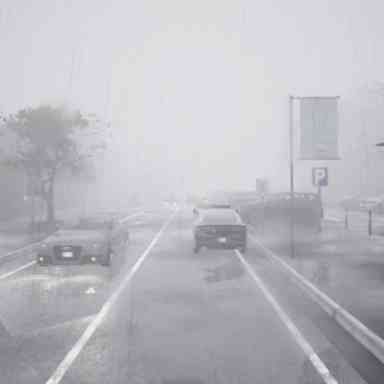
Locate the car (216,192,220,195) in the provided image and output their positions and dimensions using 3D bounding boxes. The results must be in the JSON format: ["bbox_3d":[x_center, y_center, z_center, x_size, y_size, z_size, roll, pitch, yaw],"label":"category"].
[{"bbox_3d":[5.744,1.117,41.518,4.792,1.488,2.163,0,1,0],"label":"car"}]

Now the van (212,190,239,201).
[{"bbox_3d":[5.811,0.591,58.339,4.442,1.987,1.878,0,1,0],"label":"van"}]

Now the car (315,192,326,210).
[{"bbox_3d":[18.764,1.110,42.207,4.792,1.488,2.163,0,1,0],"label":"car"}]

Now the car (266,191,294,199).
[{"bbox_3d":[18.574,0.611,69.968,5.366,1.575,1.946,0,1,0],"label":"car"}]

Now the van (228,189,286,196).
[{"bbox_3d":[5.845,0.982,30.301,4.442,1.987,1.878,0,1,0],"label":"van"}]

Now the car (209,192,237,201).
[{"bbox_3d":[5.684,0.769,61.146,4.892,1.521,2.231,0,1,0],"label":"car"}]

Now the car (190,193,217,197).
[{"bbox_3d":[0.979,1.176,29.395,1.801,1.575,5.366,0,1,0],"label":"car"}]

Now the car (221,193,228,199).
[{"bbox_3d":[5.719,1.180,33.106,5.008,1.535,2.097,0,1,0],"label":"car"}]

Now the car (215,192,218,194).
[{"bbox_3d":[5.708,1.089,44.326,4.674,1.452,2.002,0,1,0],"label":"car"}]

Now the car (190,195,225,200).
[{"bbox_3d":[0.978,1.242,23.387,1.801,1.575,5.366,0,1,0],"label":"car"}]

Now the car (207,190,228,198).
[{"bbox_3d":[5.642,0.397,75.158,4.553,1.767,2.185,0,1,0],"label":"car"}]

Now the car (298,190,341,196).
[{"bbox_3d":[18.758,0.746,47.761,5.566,2.045,2.435,0,1,0],"label":"car"}]

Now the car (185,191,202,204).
[{"bbox_3d":[0.009,1.026,48.261,2.033,1.411,5.357,0,1,0],"label":"car"}]

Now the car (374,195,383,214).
[{"bbox_3d":[18.815,1.227,28.331,5.008,1.535,2.097,0,1,0],"label":"car"}]

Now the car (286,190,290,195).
[{"bbox_3d":[18.963,0.854,56.091,5.366,1.575,1.946,0,1,0],"label":"car"}]

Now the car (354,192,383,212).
[{"bbox_3d":[18.778,0.949,31.104,5.566,2.045,2.435,0,1,0],"label":"car"}]

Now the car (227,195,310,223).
[{"bbox_3d":[5.550,1.259,24.697,5.366,1.575,1.946,0,1,0],"label":"car"}]

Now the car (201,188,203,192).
[{"bbox_3d":[5.655,0.326,86.371,5.008,1.535,2.097,0,1,0],"label":"car"}]

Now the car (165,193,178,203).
[{"bbox_3d":[-3.306,0.910,53.285,1.837,1.490,4.892,0,1,0],"label":"car"}]

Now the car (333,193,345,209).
[{"bbox_3d":[18.795,1.144,36.658,5.008,1.535,2.097,0,1,0],"label":"car"}]

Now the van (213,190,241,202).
[{"bbox_3d":[5.814,0.640,55.536,4.442,1.987,1.878,0,1,0],"label":"van"}]

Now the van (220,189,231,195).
[{"bbox_3d":[5.605,0.926,35.911,4.442,1.987,1.878,0,1,0],"label":"van"}]

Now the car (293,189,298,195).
[{"bbox_3d":[18.812,0.703,50.537,5.566,2.045,2.435,0,1,0],"label":"car"}]

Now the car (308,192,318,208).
[{"bbox_3d":[18.819,1.069,44.990,4.792,1.488,2.163,0,1,0],"label":"car"}]

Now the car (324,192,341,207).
[{"bbox_3d":[18.981,1.109,39.435,5.366,1.575,1.946,0,1,0],"label":"car"}]

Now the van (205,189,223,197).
[{"bbox_3d":[5.547,0.149,83.564,4.442,1.987,1.878,0,1,0],"label":"van"}]

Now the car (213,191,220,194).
[{"bbox_3d":[5.714,1.008,47.128,4.892,1.521,2.231,0,1,0],"label":"car"}]

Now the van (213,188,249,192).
[{"bbox_3d":[5.821,0.738,49.932,4.442,1.987,1.878,0,1,0],"label":"van"}]

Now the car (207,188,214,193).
[{"bbox_3d":[5.673,0.664,52.732,5.566,2.045,2.435,0,1,0],"label":"car"}]

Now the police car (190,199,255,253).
[{"bbox_3d":[0.977,1.313,13.294,1.930,1.638,5.238,0,1,0],"label":"police car"}]

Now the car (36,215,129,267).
[{"bbox_3d":[-3.347,1.474,10.926,1.994,1.385,4.181,0,1,0],"label":"car"}]

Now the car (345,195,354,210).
[{"bbox_3d":[18.797,1.174,33.881,4.892,1.521,2.231,0,1,0],"label":"car"}]

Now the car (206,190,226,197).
[{"bbox_3d":[5.639,0.348,77.961,4.553,1.767,2.185,0,1,0],"label":"car"}]

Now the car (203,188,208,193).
[{"bbox_3d":[5.652,0.369,69.550,5.566,2.045,2.435,0,1,0],"label":"car"}]

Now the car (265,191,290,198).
[{"bbox_3d":[18.762,0.566,72.744,4.892,1.521,2.231,0,1,0],"label":"car"}]

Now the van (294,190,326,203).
[{"bbox_3d":[18.897,0.680,53.313,4.442,1.987,1.878,0,1,0],"label":"van"}]

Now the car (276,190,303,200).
[{"bbox_3d":[18.797,0.585,64.417,4.553,1.767,2.185,0,1,0],"label":"car"}]
